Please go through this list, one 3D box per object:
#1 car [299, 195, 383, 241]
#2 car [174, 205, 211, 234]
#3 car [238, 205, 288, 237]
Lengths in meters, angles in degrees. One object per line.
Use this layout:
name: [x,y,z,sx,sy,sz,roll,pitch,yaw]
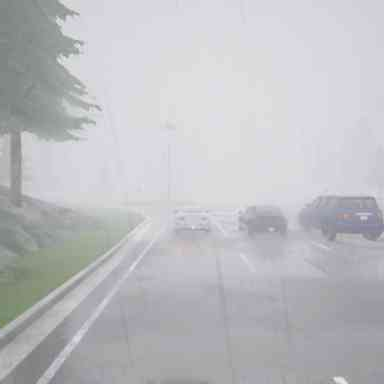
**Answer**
car: [7.103,1.152,16.415,2.150,2.045,5.566,0,0,0]
car: [-0.006,1.447,18.438,1.812,1.442,4.674,0,0,-2]
car: [3.602,1.430,17.479,1.837,1.490,4.892,0,0,0]
